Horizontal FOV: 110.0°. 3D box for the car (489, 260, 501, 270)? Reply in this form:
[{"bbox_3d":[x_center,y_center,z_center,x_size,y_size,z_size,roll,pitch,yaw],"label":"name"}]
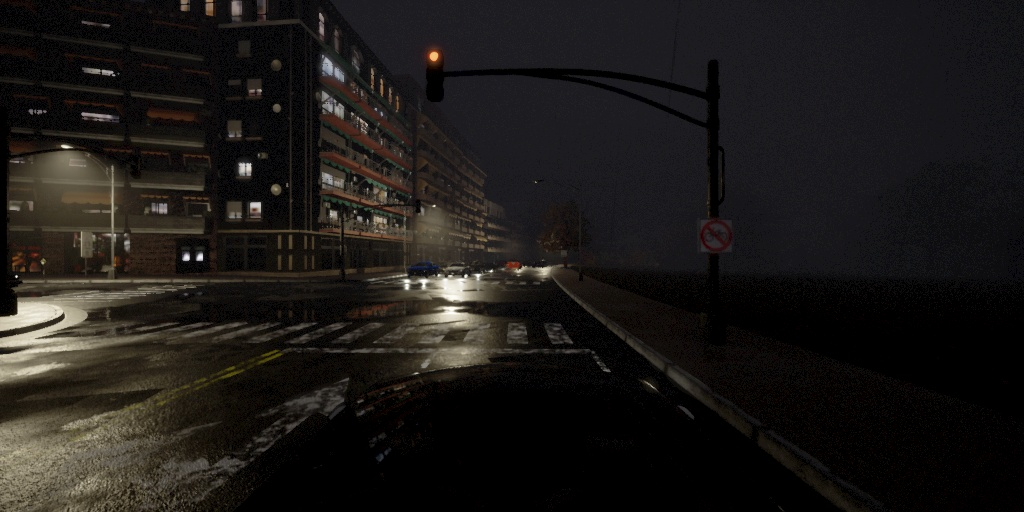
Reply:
[{"bbox_3d":[-3.343,1.448,53.878,1.994,1.385,4.181,0,0,8],"label":"car"}]

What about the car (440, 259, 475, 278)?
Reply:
[{"bbox_3d":[-5.246,1.336,35.103,1.812,1.442,4.674,0,0,5],"label":"car"}]

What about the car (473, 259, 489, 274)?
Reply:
[{"bbox_3d":[-4.457,1.349,43.957,1.837,1.490,4.892,0,0,6],"label":"car"}]

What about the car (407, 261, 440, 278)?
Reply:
[{"bbox_3d":[-8.531,1.286,34.777,1.882,1.535,5.008,0,0,4],"label":"car"}]

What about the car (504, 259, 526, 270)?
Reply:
[{"bbox_3d":[0.498,1.250,56.852,2.097,1.767,4.553,0,0,7],"label":"car"}]

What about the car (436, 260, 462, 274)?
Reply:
[{"bbox_3d":[-7.688,1.323,44.310,1.882,1.535,5.008,0,0,6],"label":"car"}]

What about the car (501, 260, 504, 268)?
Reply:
[{"bbox_3d":[-1.922,1.412,64.247,1.882,1.535,5.008,0,0,9],"label":"car"}]

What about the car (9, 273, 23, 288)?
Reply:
[{"bbox_3d":[-23.955,0.965,14.674,4.718,1.301,1.895,1,0,-18],"label":"car"}]

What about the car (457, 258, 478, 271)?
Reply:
[{"bbox_3d":[-6.605,1.235,53.984,2.097,1.767,4.553,0,0,7],"label":"car"}]
